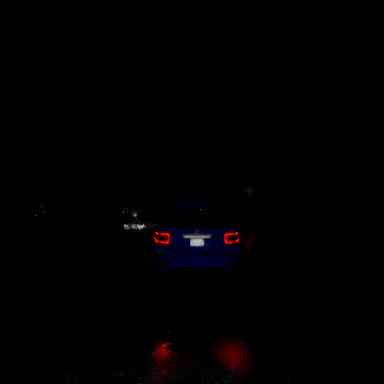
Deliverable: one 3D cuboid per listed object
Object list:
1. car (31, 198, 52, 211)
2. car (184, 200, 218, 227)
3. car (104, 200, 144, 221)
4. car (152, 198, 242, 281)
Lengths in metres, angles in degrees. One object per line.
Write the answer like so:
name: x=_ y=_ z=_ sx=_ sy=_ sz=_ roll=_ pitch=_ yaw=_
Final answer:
car: x=-17.916 y=1.462 z=39.537 sx=1.994 sy=1.385 sz=4.181 roll=0 pitch=0 yaw=-25
car: x=0.763 y=1.418 z=23.142 sx=1.882 sy=1.535 sz=5.008 roll=0 pitch=0 yaw=7
car: x=-5.429 y=1.423 z=26.131 sx=2.128 sy=1.511 sz=4.902 roll=0 pitch=0 yaw=-33
car: x=0.121 y=1.194 z=9.908 sx=2.150 sy=2.045 sz=5.566 roll=0 pitch=0 yaw=0
